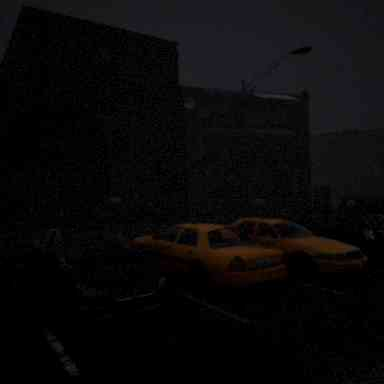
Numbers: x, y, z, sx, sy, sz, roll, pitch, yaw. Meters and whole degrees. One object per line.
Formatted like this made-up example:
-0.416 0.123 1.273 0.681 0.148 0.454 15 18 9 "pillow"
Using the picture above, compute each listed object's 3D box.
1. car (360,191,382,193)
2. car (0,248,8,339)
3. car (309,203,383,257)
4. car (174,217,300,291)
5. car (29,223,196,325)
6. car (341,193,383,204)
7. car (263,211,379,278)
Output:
21.939 0.668 39.852 2.097 1.767 4.553 -4 0 -21 "car"
-4.605 1.352 5.757 2.185 1.767 4.553 0 0 -36 "car"
5.002 1.412 12.533 2.185 1.767 4.553 0 0 -36 "car"
0.088 1.507 9.293 1.946 1.575 5.366 0 0 -35 "car"
-2.301 1.494 7.369 2.231 1.521 4.892 0 0 -35 "car"
9.700 1.247 15.887 2.435 2.045 5.566 -1 0 -35 "car"
2.697 1.523 10.699 1.946 1.575 5.366 0 0 -36 "car"
